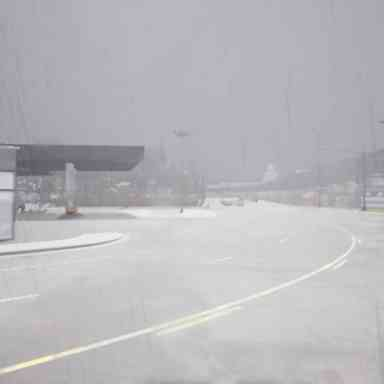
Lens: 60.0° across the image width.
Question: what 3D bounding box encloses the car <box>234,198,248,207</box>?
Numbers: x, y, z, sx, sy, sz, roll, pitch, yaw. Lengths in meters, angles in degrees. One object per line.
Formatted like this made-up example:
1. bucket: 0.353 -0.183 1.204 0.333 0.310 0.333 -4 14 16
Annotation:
1. car: 13.772 3.248 93.563 2.097 1.767 4.553 0 -1 3

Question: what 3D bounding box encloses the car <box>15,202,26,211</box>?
1. car: -30.633 2.337 56.327 4.611 1.667 2.242 0 -1 3
